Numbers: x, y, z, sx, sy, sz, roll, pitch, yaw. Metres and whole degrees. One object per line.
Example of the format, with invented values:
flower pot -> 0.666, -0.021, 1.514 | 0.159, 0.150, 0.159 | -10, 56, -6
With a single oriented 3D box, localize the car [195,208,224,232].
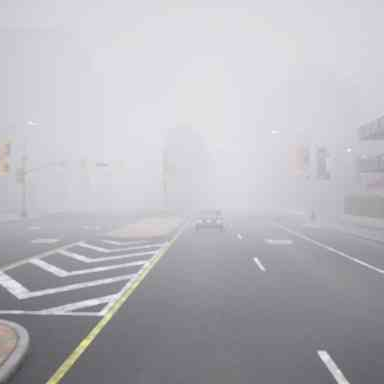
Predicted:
car -> 1.181, 1.803, 22.185 | 2.033, 1.411, 5.357 | 0, -1, 4

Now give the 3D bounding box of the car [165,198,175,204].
car -> -6.293, 2.578, 94.908 | 2.128, 1.511, 4.902 | 0, -1, 3

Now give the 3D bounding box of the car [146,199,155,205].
car -> -10.191, 2.507, 83.551 | 1.895, 1.301, 4.718 | 0, -1, 3

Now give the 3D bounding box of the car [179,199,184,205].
car -> -3.629, 2.446, 80.051 | 1.994, 1.385, 4.181 | 0, -1, 3

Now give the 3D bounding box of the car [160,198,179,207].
car -> -4.440, 2.228, 66.289 | 2.128, 1.511, 4.902 | 0, -1, 4

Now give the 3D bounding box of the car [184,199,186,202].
car -> -2.781, 2.618, 95.028 | 1.994, 1.385, 4.181 | 0, -1, 3

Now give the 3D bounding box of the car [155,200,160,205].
car -> -7.118, 2.481, 80.344 | 1.895, 1.301, 4.718 | 0, -1, 3
